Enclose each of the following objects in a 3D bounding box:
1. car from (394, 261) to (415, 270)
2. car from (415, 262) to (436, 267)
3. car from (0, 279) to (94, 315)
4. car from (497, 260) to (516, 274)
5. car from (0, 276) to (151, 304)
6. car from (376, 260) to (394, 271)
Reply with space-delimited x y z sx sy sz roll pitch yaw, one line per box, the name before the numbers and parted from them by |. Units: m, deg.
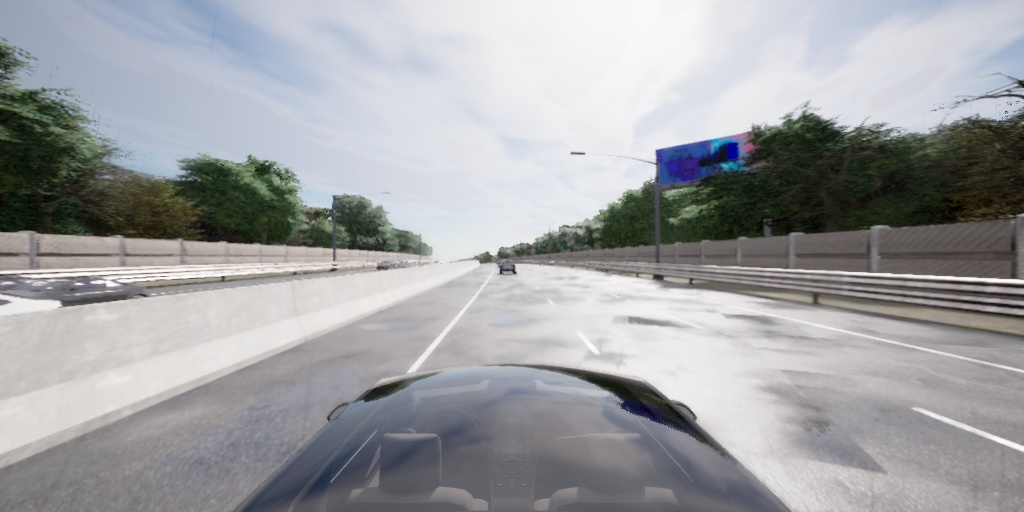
car | -15.013 1.452 51.412 1.994 1.385 4.181 0 0 -2
car | -11.398 1.471 48.770 1.895 1.301 4.718 0 0 -2
car | -10.607 1.308 5.931 1.812 1.442 4.674 0 0 0
car | -0.557 1.258 43.335 2.033 1.649 4.856 0 0 -2
car | -14.127 1.360 11.285 1.994 1.385 4.181 0 0 0
car | -18.585 1.404 53.279 1.837 1.490 4.892 0 0 -2
